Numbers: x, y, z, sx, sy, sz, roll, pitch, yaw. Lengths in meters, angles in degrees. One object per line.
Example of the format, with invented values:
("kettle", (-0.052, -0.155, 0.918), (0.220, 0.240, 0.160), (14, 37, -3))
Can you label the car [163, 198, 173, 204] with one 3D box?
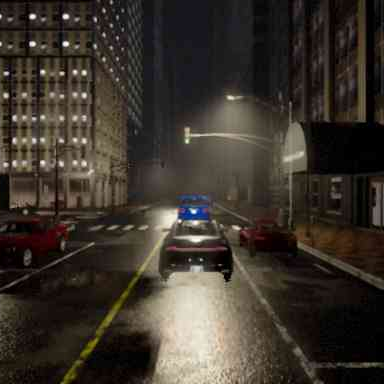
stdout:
("car", (-5.646, 2.049, 79.305), (1.947, 1.339, 4.313), (0, 0, 0))

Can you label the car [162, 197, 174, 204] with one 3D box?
("car", (-5.650, 1.996, 73.608), (1.887, 1.381, 4.507), (0, 0, 0))

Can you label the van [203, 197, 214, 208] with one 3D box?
("van", (2.719, 1.691, 56.514), (1.690, 1.788, 3.998), (0, 0, 0))

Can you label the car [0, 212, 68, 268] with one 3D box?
("car", (-5.817, 1.618, 11.549), (1.887, 1.381, 4.507), (0, 0, 0))

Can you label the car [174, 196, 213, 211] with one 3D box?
("car", (0.112, 1.374, 24.007), (2.150, 2.045, 5.566), (0, 0, 0))

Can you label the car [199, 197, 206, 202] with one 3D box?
("car", (2.741, 2.130, 90.692), (1.802, 1.307, 4.206), (0, 0, 0))

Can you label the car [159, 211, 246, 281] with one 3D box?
("car", (0.107, 1.555, 10.044), (2.128, 1.511, 4.902), (0, 0, 0))

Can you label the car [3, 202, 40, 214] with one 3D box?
("car", (-18.500, 1.725, 35.278), (4.403, 1.369, 2.008), (0, 0, 1))

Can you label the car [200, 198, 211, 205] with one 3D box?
("car", (2.727, 1.968, 67.906), (2.008, 1.369, 4.403), (0, 0, 0))

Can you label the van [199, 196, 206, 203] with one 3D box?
("van", (2.737, 1.857, 84.997), (1.690, 1.788, 3.998), (0, 0, 0))

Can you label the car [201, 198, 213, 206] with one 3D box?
("car", (2.724, 1.935, 62.209), (2.008, 1.369, 4.403), (0, 0, 0))

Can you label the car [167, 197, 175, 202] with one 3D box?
("car", (-5.639, 2.114, 90.698), (1.947, 1.339, 4.313), (0, 0, 0))

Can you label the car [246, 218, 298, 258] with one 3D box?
("car", (2.823, 1.664, 12.920), (1.802, 1.307, 4.206), (0, 0, 0))
